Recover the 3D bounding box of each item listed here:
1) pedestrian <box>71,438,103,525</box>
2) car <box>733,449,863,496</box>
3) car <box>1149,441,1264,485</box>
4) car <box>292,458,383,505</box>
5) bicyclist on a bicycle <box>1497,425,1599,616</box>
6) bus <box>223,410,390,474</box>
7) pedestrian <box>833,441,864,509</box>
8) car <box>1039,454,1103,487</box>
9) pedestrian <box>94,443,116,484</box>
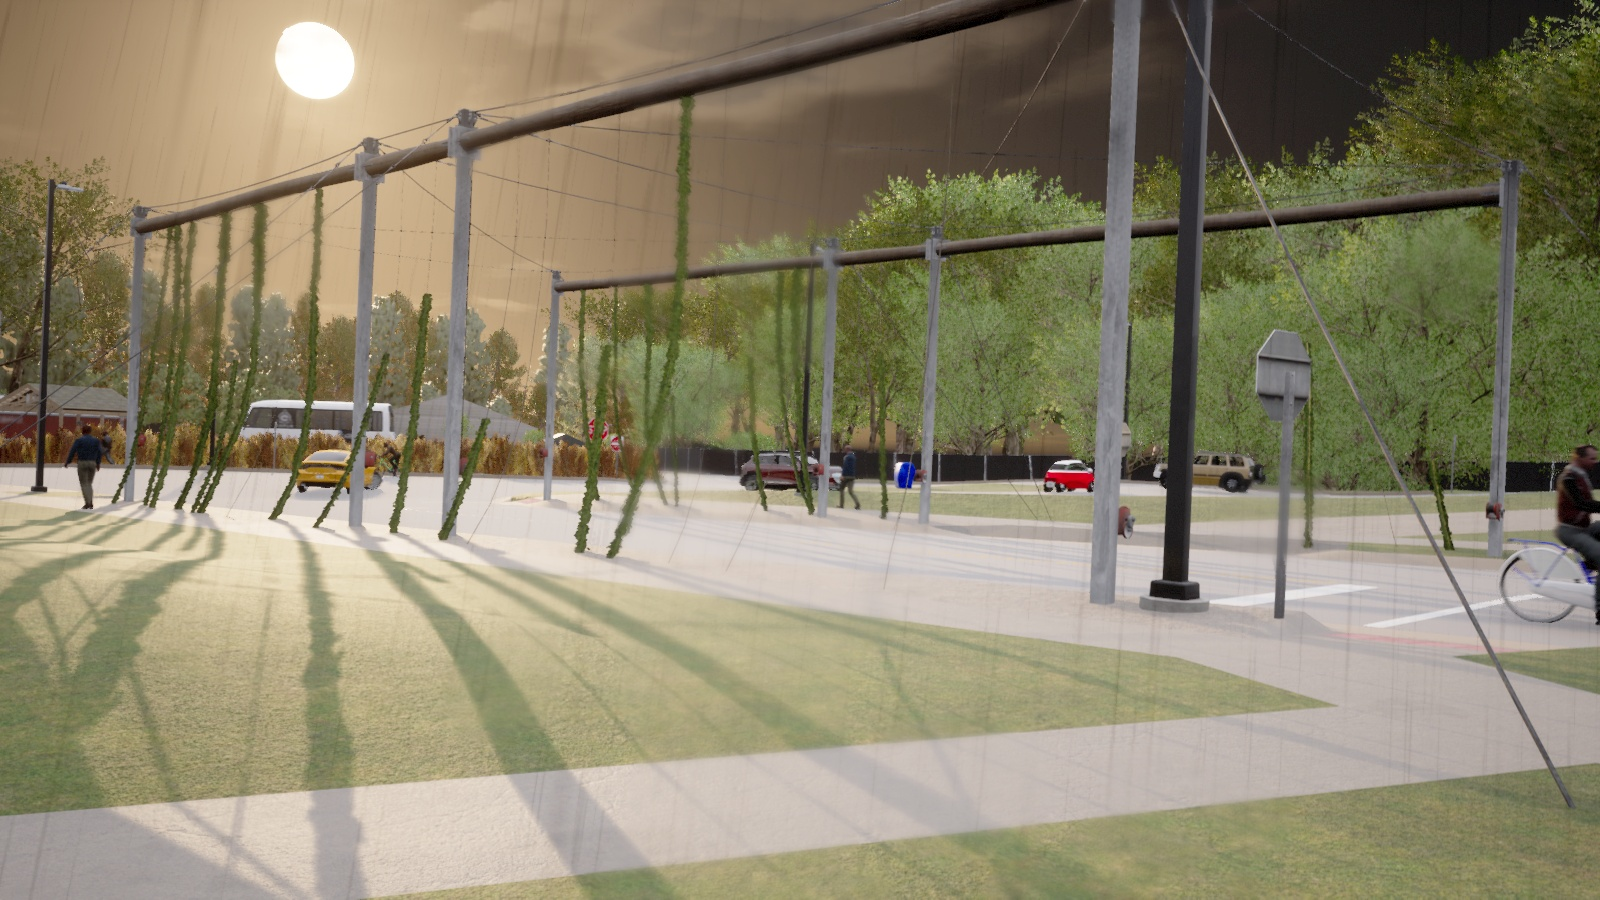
[{"bbox_3d":[-15.205,0.663,26.787,0.726,1.835,0.370,1,0,44],"label":"pedestrian"},{"bbox_3d":[-0.117,0.883,49.210,4.856,1.649,2.033,-3,-1,39],"label":"car"},{"bbox_3d":[18.549,0.561,57.324,4.605,1.855,1.932,2,1,33],"label":"car"},{"bbox_3d":[-16.771,1.099,45.818,1.882,1.535,5.008,1,1,-5],"label":"car"},{"bbox_3d":[7.744,0.658,11.895,0.659,1.776,1.843,1,-2,-44],"label":"bicyclist on a bicycle"},{"bbox_3d":[-33.993,-0.544,87.012,10.273,4.253,3.944,0,1,-12],"label":"bus"},{"bbox_3d":[1.321,0.678,34.525,0.726,1.842,0.402,1,0,43],"label":"pedestrian"},{"bbox_3d":[11.492,0.862,53.273,2.207,1.376,1.481,-1,0,-32],"label":"car"},{"bbox_3d":[-32.445,0.629,58.627,0.849,1.883,0.563,1,0,-23],"label":"pedestrian"}]
